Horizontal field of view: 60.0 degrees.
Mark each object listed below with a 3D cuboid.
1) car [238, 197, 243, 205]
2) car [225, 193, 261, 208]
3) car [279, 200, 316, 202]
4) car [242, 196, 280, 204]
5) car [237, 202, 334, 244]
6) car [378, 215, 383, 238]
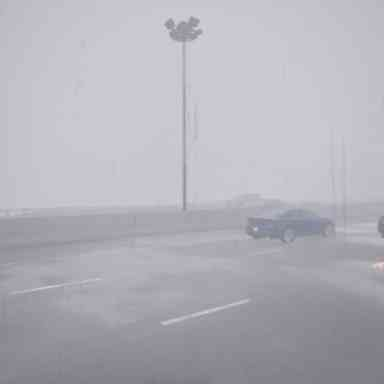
[{"bbox_3d":[8.292,1.550,40.147,4.718,1.301,1.895,0,0,-35],"label":"car"},{"bbox_3d":[6.848,1.182,43.415,5.566,2.045,2.150,0,0,-36],"label":"car"},{"bbox_3d":[11.426,1.536,33.787,4.718,1.301,1.895,0,0,-35],"label":"car"},{"bbox_3d":[8.113,1.458,35.729,4.892,1.490,1.837,0,0,-35],"label":"car"},{"bbox_3d":[4.756,1.451,15.834,5.008,1.535,1.882,0,0,-36],"label":"car"},{"bbox_3d":[10.736,1.435,15.840,4.902,1.511,2.128,0,0,-36],"label":"car"}]
